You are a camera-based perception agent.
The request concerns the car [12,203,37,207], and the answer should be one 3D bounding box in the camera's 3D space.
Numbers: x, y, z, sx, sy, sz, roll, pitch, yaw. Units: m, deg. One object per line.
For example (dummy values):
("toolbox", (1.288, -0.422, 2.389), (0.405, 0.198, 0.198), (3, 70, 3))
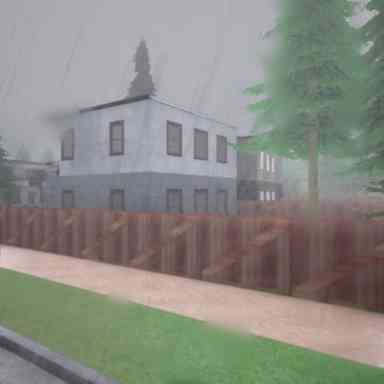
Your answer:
("car", (-15.231, 1.691, 29.265), (1.895, 1.301, 4.718), (0, 0, 28))
